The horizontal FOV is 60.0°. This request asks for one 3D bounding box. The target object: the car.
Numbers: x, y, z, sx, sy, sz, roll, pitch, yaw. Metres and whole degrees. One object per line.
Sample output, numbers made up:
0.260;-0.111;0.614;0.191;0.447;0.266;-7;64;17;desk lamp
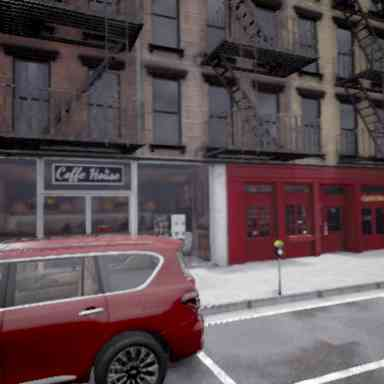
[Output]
-2.264;1.547;4.094;5.009;1.841;2.192;0;-3;-22;car
